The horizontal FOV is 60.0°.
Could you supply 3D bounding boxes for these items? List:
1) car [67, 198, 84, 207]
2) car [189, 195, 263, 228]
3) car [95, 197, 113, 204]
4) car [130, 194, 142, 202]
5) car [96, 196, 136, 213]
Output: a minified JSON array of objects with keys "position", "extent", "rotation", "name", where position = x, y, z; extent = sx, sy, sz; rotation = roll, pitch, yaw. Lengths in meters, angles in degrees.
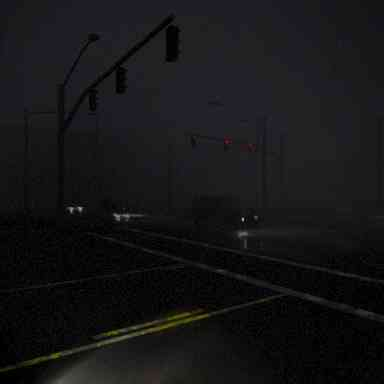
[{"position":[-17.561,1.563,49.883],"extent":[1.994,1.385,4.181],"rotation":[0,0,-26],"name":"car"},{"position":[2.132,1.223,22.433],"extent":[2.150,2.045,5.566],"rotation":[0,0,-40],"name":"car"},{"position":[-16.510,1.599,62.708],"extent":[1.895,1.301,4.718],"rotation":[0,0,3],"name":"car"},{"position":[-13.682,1.522,72.536],"extent":[1.812,1.442,4.674],"rotation":[0,0,30],"name":"car"},{"position":[-8.495,1.491,36.554],"extent":[2.128,1.511,4.902],"rotation":[0,0,-36],"name":"car"}]
